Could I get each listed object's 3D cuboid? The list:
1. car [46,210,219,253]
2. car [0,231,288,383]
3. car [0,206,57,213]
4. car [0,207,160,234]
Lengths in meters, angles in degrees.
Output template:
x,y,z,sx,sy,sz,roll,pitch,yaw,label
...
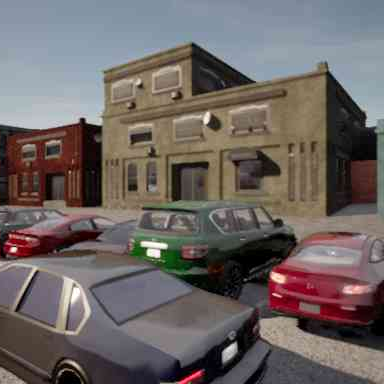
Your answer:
x,y,z,sx,sy,sz,roll,pitch,yaw,label
-1.443,1.527,9.947,2.163,1.488,4.792,0,0,35,car
-1.685,1.557,4.580,5.357,1.411,2.033,0,0,35,car
-5.933,1.391,13.146,2.185,1.767,4.553,0,0,35,car
-3.673,1.506,11.566,2.097,1.535,5.008,0,0,35,car
